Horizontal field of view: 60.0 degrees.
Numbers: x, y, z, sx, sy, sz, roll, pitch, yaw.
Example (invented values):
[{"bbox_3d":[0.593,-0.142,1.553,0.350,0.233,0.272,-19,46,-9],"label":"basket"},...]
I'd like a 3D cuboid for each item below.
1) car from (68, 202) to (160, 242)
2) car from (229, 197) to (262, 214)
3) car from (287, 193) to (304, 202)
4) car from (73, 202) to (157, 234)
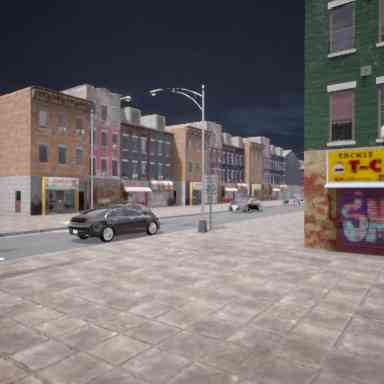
[{"bbox_3d":[-3.580,1.445,16.193,1.837,1.490,4.892,0,0,36],"label":"car"},{"bbox_3d":[5.485,1.319,33.724,2.128,1.511,4.902,0,0,36],"label":"car"},{"bbox_3d":[14.686,0.929,46.410,1.812,1.442,4.674,0,0,36],"label":"car"},{"bbox_3d":[-4.421,1.419,19.909,1.837,1.490,4.892,0,1,36],"label":"car"}]
